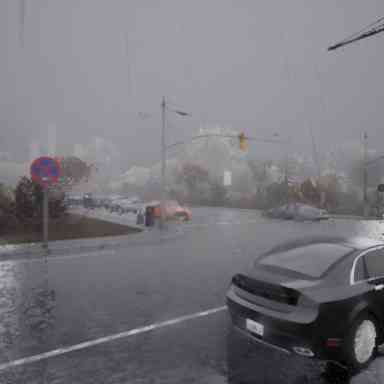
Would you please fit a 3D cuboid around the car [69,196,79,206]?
[{"bbox_3d":[-17.922,1.323,51.857,1.882,1.535,5.008,0,1,-32],"label":"car"}]

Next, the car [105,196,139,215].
[{"bbox_3d":[-7.158,1.523,34.771,1.837,1.490,4.892,0,0,-32],"label":"car"}]

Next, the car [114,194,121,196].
[{"bbox_3d":[-12.538,1.342,56.699,1.837,1.490,4.892,0,1,-33],"label":"car"}]

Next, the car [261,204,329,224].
[{"bbox_3d":[7.653,1.578,25.285,2.033,1.411,5.357,0,0,-30],"label":"car"}]

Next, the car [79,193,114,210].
[{"bbox_3d":[-12.489,1.189,43.208,2.150,2.045,5.566,0,0,-33],"label":"car"}]

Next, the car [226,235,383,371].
[{"bbox_3d":[2.792,1.513,5.739,4.892,1.490,1.837,0,0,-35],"label":"car"}]

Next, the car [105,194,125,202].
[{"bbox_3d":[-15.672,1.186,67.377,2.033,1.411,5.357,0,1,-37],"label":"car"}]

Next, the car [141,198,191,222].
[{"bbox_3d":[-1.961,1.373,26.536,2.097,1.767,4.553,0,0,-32],"label":"car"}]

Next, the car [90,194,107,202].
[{"bbox_3d":[-18.331,1.205,65.080,1.994,1.385,4.181,0,1,-37],"label":"car"}]
